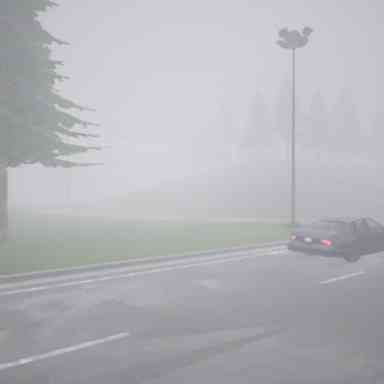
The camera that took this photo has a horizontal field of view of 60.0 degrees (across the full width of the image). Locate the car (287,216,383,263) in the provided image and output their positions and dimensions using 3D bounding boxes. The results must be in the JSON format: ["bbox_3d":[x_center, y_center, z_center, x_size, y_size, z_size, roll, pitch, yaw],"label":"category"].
[{"bbox_3d":[5.785,1.600,12.170,5.357,1.411,2.033,0,0,-35],"label":"car"}]
